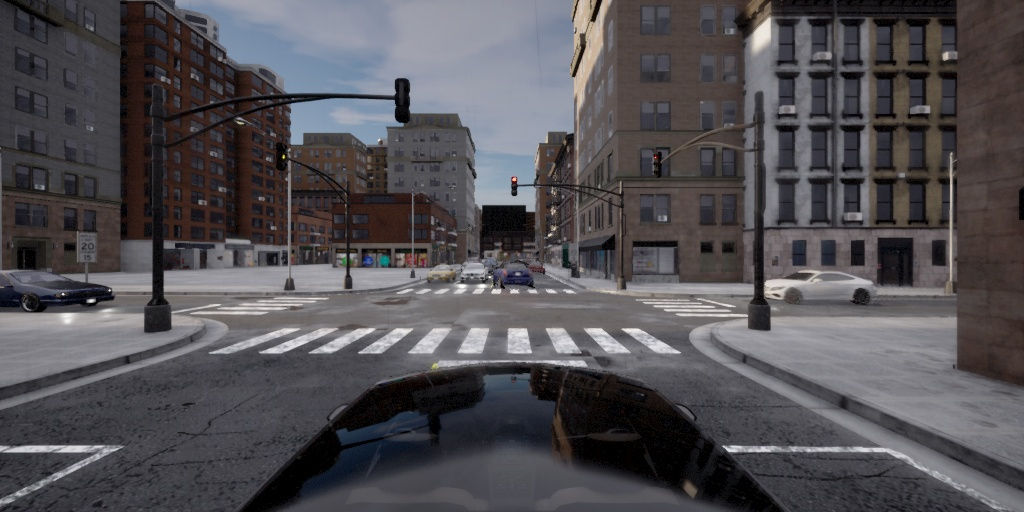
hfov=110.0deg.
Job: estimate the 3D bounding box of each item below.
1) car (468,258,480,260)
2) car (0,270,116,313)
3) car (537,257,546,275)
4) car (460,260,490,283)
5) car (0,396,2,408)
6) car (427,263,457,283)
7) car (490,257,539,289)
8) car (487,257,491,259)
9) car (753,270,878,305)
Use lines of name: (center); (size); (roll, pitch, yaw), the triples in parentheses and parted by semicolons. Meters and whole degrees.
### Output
car: (-5.413, 1.302, 45.101); (2.007, 1.370, 4.403); (0, 0, 0)
car: (-17.810, 1.215, 12.912); (5.357, 1.411, 2.033); (0, 0, 0)
car: (2.616, 1.191, 39.443); (1.967, 1.591, 4.097); (0, 0, 0)
car: (-2.862, 1.276, 28.086); (1.812, 1.442, 4.674); (0, 0, 0)
car: (-5.388, 1.300, 1.270); (2.007, 1.370, 4.403); (0, 0, 0)
car: (-5.403, 1.276, 27.945); (1.751, 1.417, 4.829); (0, 0, 0)
car: (0.040, 1.102, 23.444); (2.097, 1.767, 4.553); (0, 0, -9)
car: (-2.862, 1.244, 48.075); (2.128, 1.511, 4.902); (0, 0, 0)
car: (13.375, 1.351, 15.922); (4.674, 1.442, 1.812); (0, 0, 0)
